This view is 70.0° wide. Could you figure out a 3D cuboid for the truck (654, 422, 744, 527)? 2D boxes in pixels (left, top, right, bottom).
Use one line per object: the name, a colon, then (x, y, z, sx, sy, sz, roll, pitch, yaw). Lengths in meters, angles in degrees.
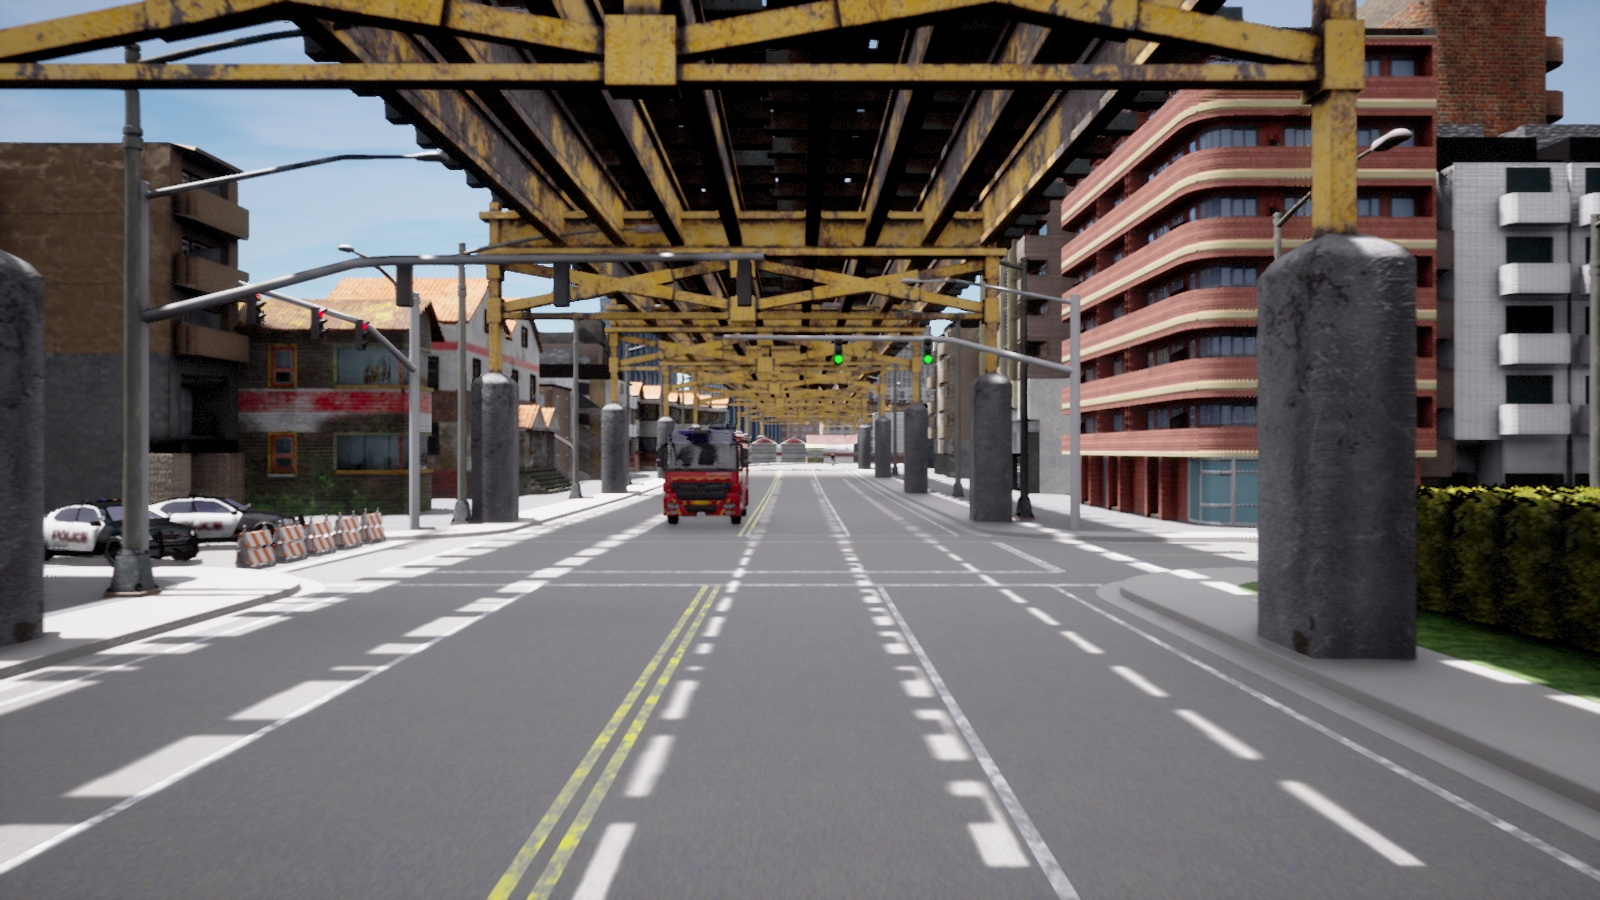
truck: (-3.874, 0.891, 45.710, 2.891, 3.827, 8.468, 0, 0, 0)
